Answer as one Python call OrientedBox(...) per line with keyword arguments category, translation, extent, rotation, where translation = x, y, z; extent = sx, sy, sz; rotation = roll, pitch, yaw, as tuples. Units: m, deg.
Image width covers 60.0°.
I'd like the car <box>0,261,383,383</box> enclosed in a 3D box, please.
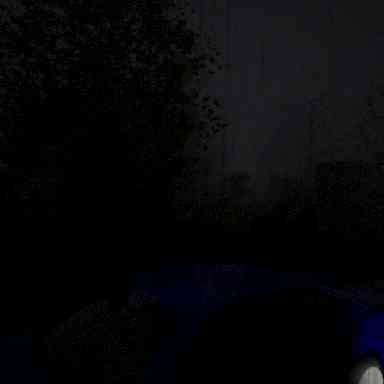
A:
OrientedBox(category="car", translation=(-0.044, 1.492, 3.044), extent=(5.008, 1.535, 1.882), rotation=(1, 0, -36))
